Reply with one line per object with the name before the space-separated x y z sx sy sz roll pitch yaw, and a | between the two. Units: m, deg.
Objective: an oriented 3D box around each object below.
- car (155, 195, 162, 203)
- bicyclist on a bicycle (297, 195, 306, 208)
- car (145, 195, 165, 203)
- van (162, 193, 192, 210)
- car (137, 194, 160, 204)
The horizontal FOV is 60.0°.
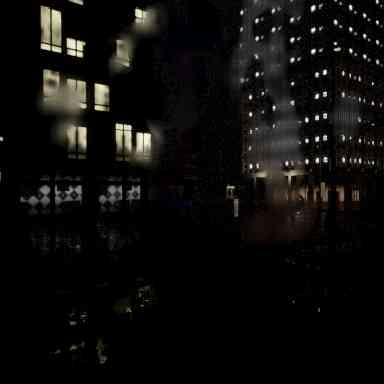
car | -3.935 1.035 58.637 2.192 1.841 5.009 0 0 -34
bicyclist on a bicycle | 12.848 1.118 39.129 1.656 1.620 0.582 -1 1 -34
car | -7.045 1.238 63.222 1.887 1.381 4.507 0 0 -34
van | -1.542 1.210 40.180 1.690 1.788 3.998 0 0 -34
car | -7.869 1.204 59.809 1.882 1.535 5.008 -1 1 -34
